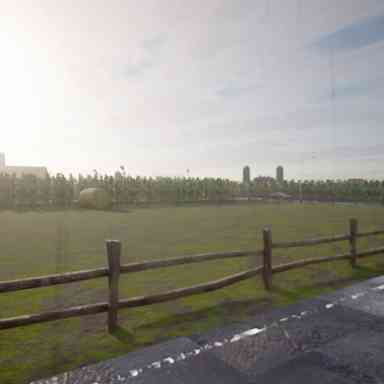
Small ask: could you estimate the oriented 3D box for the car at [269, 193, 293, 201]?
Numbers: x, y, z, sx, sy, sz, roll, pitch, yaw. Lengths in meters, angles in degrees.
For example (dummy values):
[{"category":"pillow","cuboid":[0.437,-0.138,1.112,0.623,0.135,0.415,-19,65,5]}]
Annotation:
[{"category":"car","cuboid":[16.625,0.916,62.359,1.837,1.490,4.892,-1,2,-34]}]
